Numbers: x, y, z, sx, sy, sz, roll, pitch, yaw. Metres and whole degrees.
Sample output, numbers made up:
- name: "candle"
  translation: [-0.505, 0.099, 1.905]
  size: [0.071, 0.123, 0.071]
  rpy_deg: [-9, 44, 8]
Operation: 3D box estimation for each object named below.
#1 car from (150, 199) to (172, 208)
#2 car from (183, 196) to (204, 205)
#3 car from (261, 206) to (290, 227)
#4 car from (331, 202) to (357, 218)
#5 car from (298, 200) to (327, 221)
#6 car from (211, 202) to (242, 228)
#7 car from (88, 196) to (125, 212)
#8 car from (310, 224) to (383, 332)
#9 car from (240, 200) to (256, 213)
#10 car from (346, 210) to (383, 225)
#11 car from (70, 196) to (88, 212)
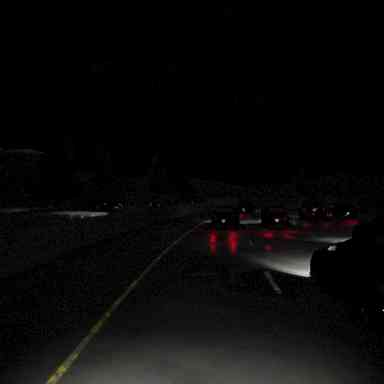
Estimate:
- name: "car"
  translation: [-4.729, 1.869, 51.782]
  size: [1.882, 1.535, 5.008]
  rpy_deg: [0, 0, 20]
- name: "car"
  translation: [0.192, 1.646, 54.924]
  size: [2.150, 2.045, 5.566]
  rpy_deg: [0, 0, 22]
- name: "car"
  translation: [6.048, 1.727, 24.326]
  size: [1.812, 1.442, 4.674]
  rpy_deg: [0, 0, 10]
- name: "car"
  translation: [15.447, 1.798, 33.895]
  size: [1.837, 1.490, 4.892]
  rpy_deg: [0, -1, 15]
- name: "car"
  translation: [10.986, 1.611, 30.561]
  size: [2.097, 1.767, 4.553]
  rpy_deg: [0, 0, 13]
- name: "car"
  translation: [2.446, 1.717, 23.989]
  size: [1.812, 1.442, 4.674]
  rpy_deg: [0, 0, 10]
- name: "car"
  translation: [-10.949, 1.541, 44.094]
  size: [2.150, 2.045, 5.566]
  rpy_deg: [0, 0, 17]
- name: "car"
  translation: [3.933, 1.626, 6.896]
  size: [1.994, 1.385, 4.181]
  rpy_deg: [0, 0, 3]
- name: "car"
  translation: [6.776, 1.834, 41.474]
  size: [1.837, 1.490, 4.892]
  rpy_deg: [0, -1, 17]
- name: "car"
  translation: [7.923, 1.643, 12.987]
  size: [1.812, 1.442, 4.674]
  rpy_deg: [0, 0, 6]
- name: "car"
  translation: [-14.183, 1.545, 45.478]
  size: [2.150, 2.045, 5.566]
  rpy_deg: [0, 0, 17]
